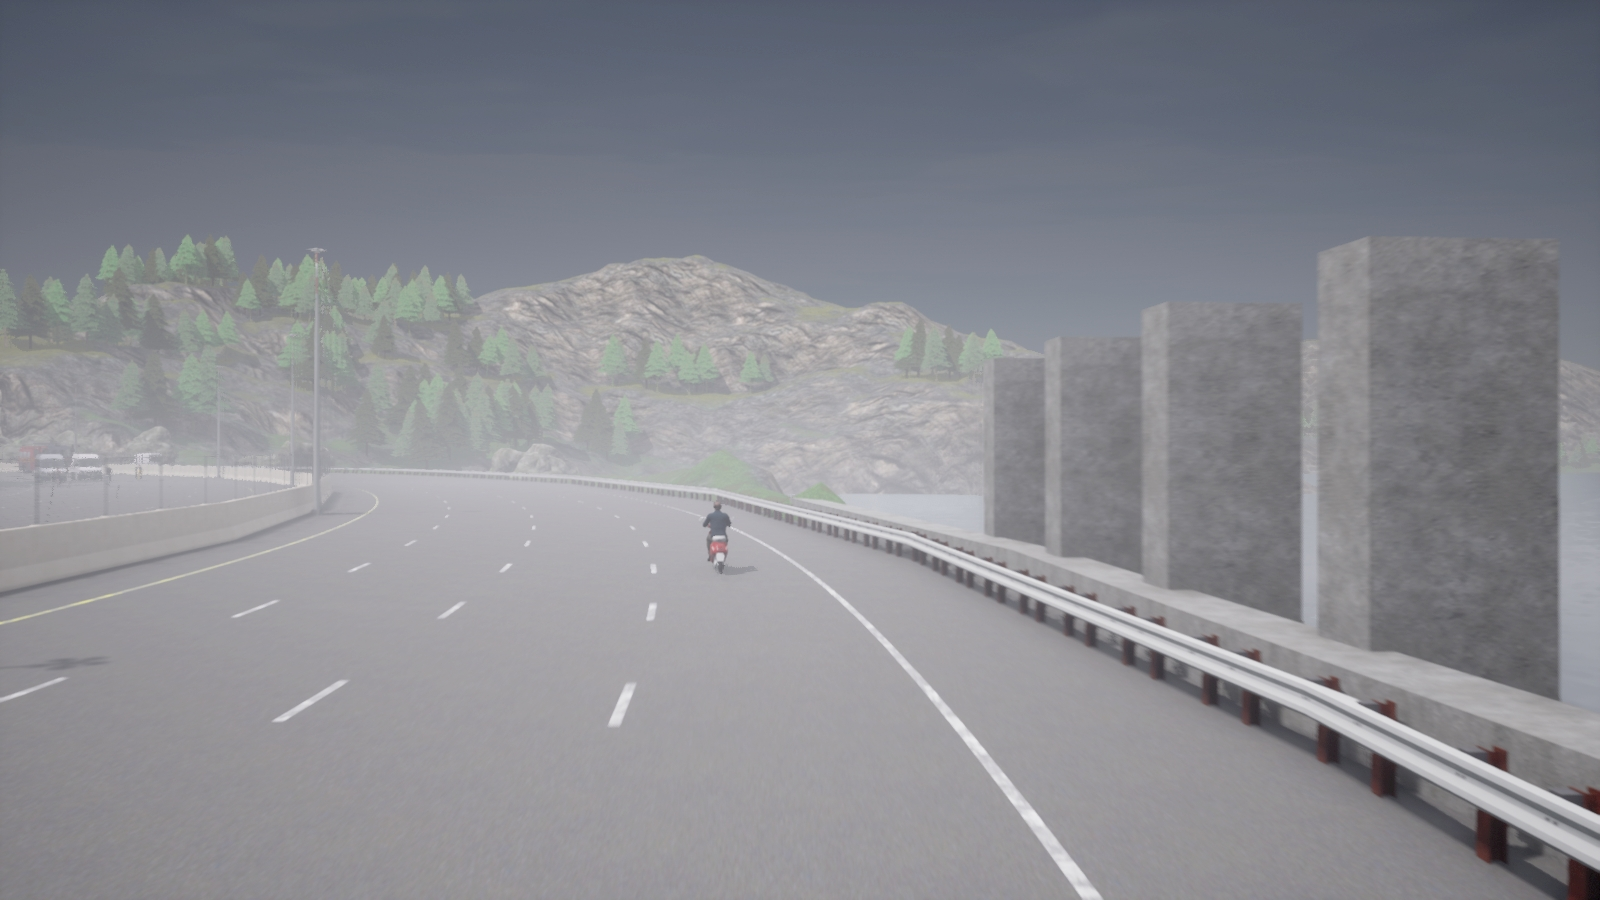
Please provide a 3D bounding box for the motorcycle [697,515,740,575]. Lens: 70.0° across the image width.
[{"bbox_3d":[-1.922,2.198,26.732,0.856,1.236,1.805,-1,0,-8],"label":"motorcycle"}]
